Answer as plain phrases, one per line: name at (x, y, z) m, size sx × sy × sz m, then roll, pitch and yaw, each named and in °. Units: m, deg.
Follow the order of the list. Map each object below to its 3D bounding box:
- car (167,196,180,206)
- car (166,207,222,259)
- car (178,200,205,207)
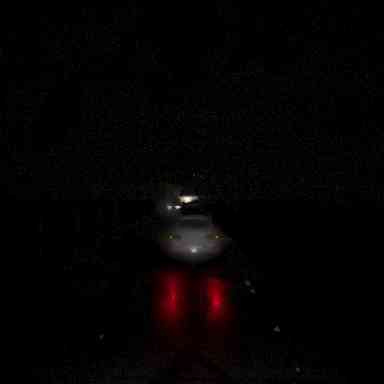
car at (-2.795, 1.404, 52.501) m, size 2.033 × 1.411 × 5.357 m, roll 0°, pitch 0°, yaw 1°
car at (0.072, 1.517, 12.381) m, size 1.812 × 1.442 × 4.674 m, roll 0°, pitch 0°, yaw 0°
car at (0.076, 1.500, 27.526) m, size 1.812 × 1.442 × 4.674 m, roll 0°, pitch 0°, yaw 0°
